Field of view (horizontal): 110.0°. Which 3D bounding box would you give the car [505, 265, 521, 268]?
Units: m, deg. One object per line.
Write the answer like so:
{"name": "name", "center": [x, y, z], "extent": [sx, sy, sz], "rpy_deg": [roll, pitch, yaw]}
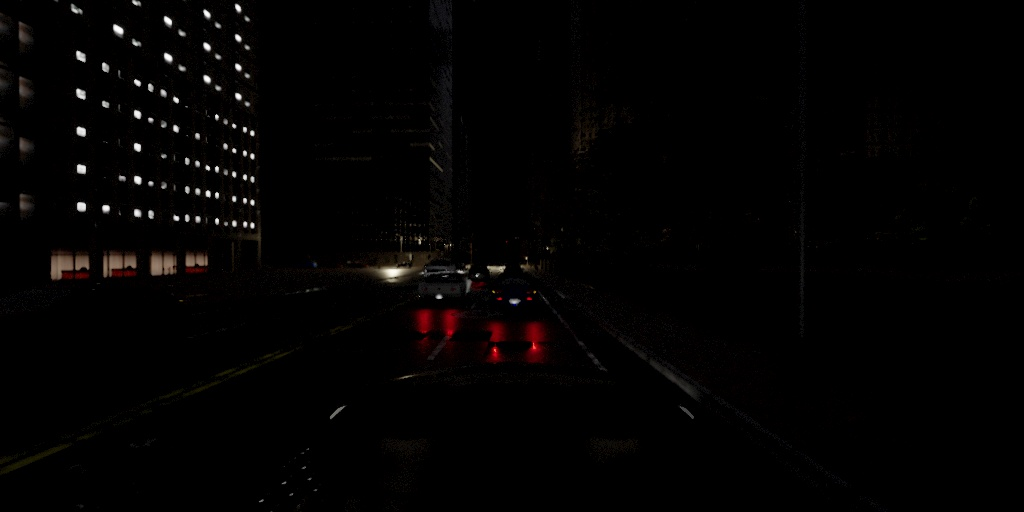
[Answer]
{"name": "car", "center": [0.098, 1.562, 34.759], "extent": [1.837, 1.490, 4.892], "rpy_deg": [0, -1, 0]}

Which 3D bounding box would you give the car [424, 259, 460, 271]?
{"name": "car", "center": [-6.599, 1.264, 33.377], "extent": [2.150, 2.045, 5.566], "rpy_deg": [0, 0, 0]}

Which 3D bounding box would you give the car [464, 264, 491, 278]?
{"name": "car", "center": [-3.152, 1.562, 34.770], "extent": [1.837, 1.490, 4.892], "rpy_deg": [0, -1, 0]}

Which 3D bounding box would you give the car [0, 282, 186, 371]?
{"name": "car", "center": [-9.850, 1.332, 7.932], "extent": [1.812, 1.442, 4.674], "rpy_deg": [0, -1, 0]}

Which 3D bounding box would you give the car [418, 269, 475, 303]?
{"name": "car", "center": [-3.153, 1.498, 17.798], "extent": [1.895, 1.301, 4.718], "rpy_deg": [0, -1, 0]}

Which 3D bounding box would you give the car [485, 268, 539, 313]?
{"name": "car", "center": [0.091, 1.393, 14.543], "extent": [1.812, 1.442, 4.674], "rpy_deg": [0, 0, 0]}
